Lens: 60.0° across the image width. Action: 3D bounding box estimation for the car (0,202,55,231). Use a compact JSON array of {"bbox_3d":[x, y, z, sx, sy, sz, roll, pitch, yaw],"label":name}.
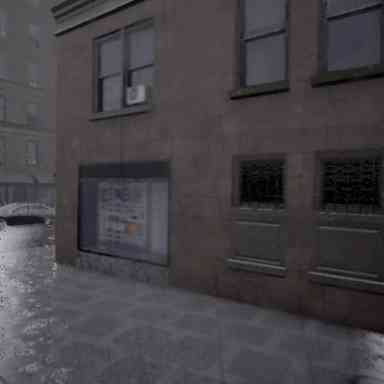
[{"bbox_3d":[-10.144,1.370,19.574,2.128,1.511,4.902,1,0,35],"label":"car"}]
